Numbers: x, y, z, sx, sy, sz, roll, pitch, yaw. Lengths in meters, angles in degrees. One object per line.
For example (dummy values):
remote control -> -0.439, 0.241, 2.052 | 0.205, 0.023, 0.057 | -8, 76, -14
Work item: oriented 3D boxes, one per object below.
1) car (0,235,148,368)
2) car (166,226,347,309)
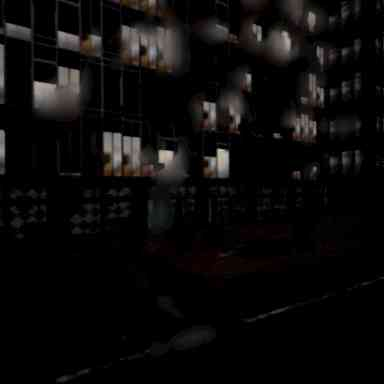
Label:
car -> -2.767, 1.440, 4.596 | 4.097, 1.590, 1.967 | 0, 0, -35
car -> 1.724, 1.516, 7.794 | 4.829, 1.417, 1.752 | 0, 0, -35
